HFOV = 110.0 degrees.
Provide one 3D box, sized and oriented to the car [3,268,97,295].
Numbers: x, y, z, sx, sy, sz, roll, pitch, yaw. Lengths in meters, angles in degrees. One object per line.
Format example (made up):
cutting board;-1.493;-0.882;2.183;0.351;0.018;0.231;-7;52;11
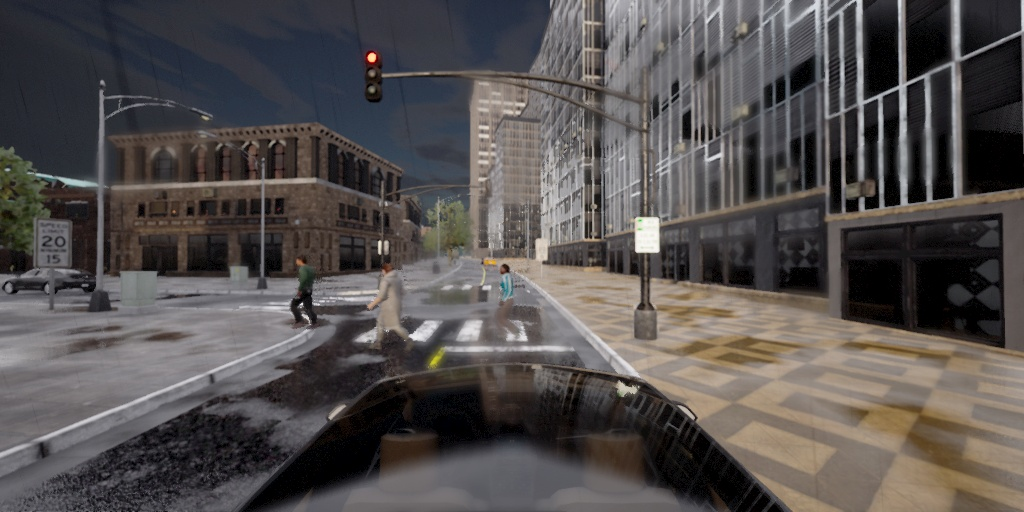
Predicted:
car;-24.242;1.282;18.890;4.403;1.370;2.007;0;0;9

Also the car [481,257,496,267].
car;-3.607;0.910;58.544;1.882;1.535;5.008;0;0;-7

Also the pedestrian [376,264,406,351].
pedestrian;-2.494;1.012;7.418;0.375;1.860;0.375;1;-1;-1

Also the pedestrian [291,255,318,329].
pedestrian;-5.094;0.848;8.731;0.375;1.860;0.375;1;-1;-1

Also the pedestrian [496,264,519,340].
pedestrian;-0.114;1.008;8.357;0.375;1.860;0.375;1;-1;-1
